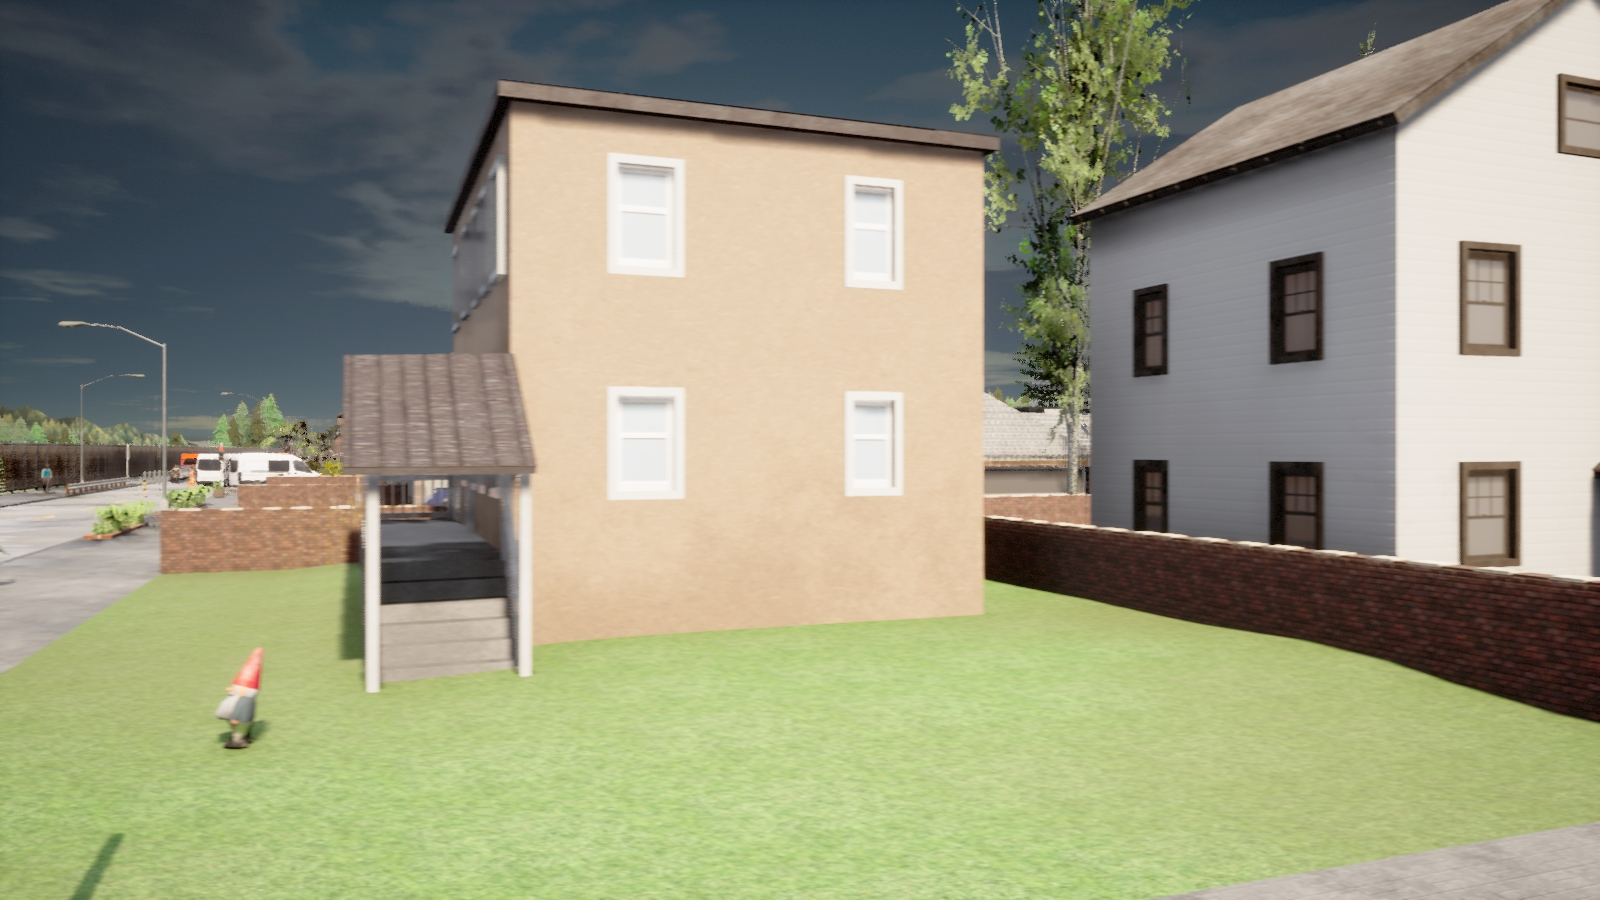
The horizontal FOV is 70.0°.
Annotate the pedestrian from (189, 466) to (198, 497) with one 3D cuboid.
[{"bbox_3d":[-35.994,1.854,67.827,0.375,1.860,0.375,0,0,-8],"label":"pedestrian"}]

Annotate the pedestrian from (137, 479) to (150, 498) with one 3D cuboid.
[{"bbox_3d":[-38.361,2.233,66.729,0.500,1.100,0.500,0,0,-5],"label":"pedestrian"}]
